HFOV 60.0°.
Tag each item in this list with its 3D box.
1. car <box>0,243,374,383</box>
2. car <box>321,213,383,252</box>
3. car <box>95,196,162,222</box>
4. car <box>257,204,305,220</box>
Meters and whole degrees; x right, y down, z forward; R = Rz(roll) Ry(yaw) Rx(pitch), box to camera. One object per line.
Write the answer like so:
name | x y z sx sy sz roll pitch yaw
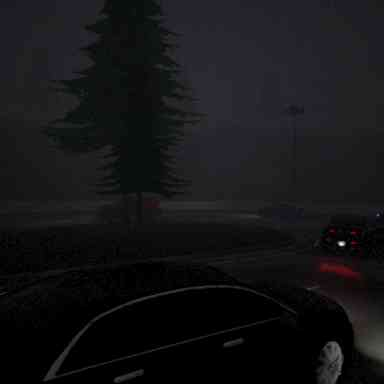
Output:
car | -0.182 1.528 3.578 4.892 1.490 1.837 1 0 -36
car | 6.978 1.681 14.257 1.837 1.490 4.892 2 1 37
car | -5.283 1.366 27.984 5.566 2.045 2.150 1 -2 -20
car | 8.527 1.847 32.104 4.674 1.442 1.812 1 -1 39
